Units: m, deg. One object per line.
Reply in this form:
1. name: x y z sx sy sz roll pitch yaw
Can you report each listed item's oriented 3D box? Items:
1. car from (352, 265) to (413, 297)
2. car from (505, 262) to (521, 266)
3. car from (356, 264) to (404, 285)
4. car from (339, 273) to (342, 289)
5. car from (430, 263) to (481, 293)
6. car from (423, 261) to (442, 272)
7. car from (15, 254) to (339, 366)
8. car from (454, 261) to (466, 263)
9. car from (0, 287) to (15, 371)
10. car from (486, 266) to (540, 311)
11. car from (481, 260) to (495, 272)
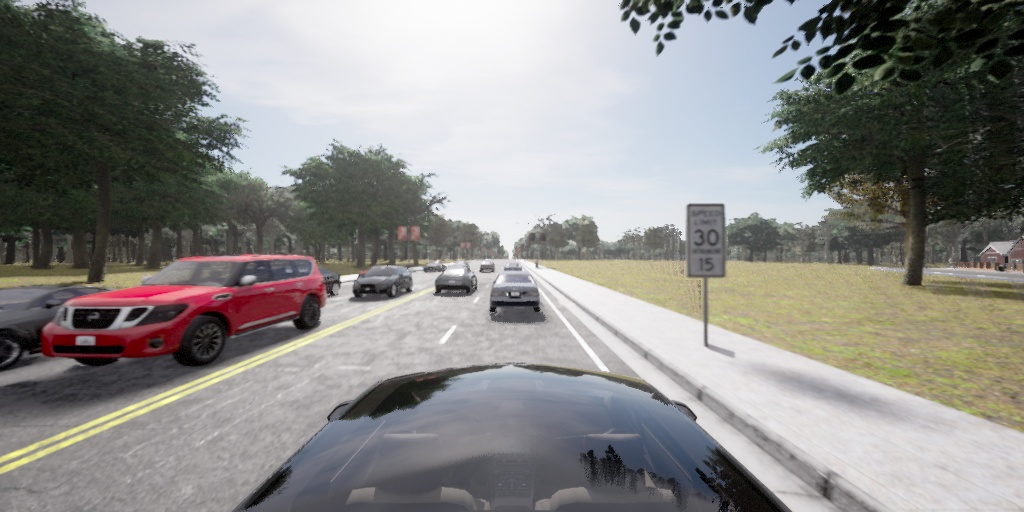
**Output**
1. car: -6.574 1.254 18.768 1.837 1.490 4.892 0 0 0
2. car: 0.105 1.291 34.730 2.033 1.411 5.357 0 0 0
3. car: -9.806 1.348 27.117 1.895 1.301 4.718 0 0 0
4. car: -9.832 1.228 16.691 1.882 1.535 5.008 0 0 0
5. car: -3.147 1.313 20.836 1.994 1.385 4.181 0 0 0
6. car: -9.750 1.301 45.109 1.994 1.385 4.181 0 0 0
7. car: -6.600 0.972 8.369 2.150 2.045 5.566 0 0 1
8. car: -6.495 1.282 45.433 2.033 1.411 5.357 0 0 0
9. car: -9.839 1.314 7.429 1.994 1.385 4.181 0 0 0
10. car: 0.104 1.298 14.346 2.033 1.411 5.357 0 0 0
11. car: -3.145 1.282 46.417 2.033 1.411 5.357 0 0 0
